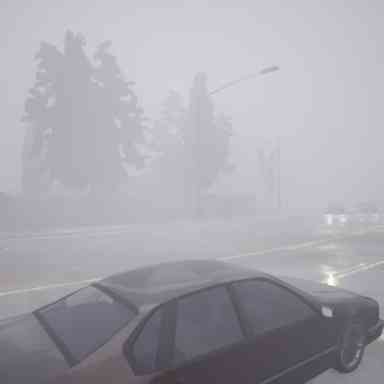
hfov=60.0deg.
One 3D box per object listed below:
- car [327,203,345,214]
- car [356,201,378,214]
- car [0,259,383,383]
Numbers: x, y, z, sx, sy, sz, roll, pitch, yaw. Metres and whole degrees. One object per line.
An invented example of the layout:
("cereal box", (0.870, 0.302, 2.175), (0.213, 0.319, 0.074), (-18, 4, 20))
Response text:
("car", (17.568, 1.978, 40.594), (1.895, 1.301, 4.718), (-1, -1, 21))
("car", (21.009, 1.855, 40.027), (1.837, 1.490, 4.892), (0, -1, 20))
("car", (0.152, 1.562, 3.892), (5.357, 1.411, 2.033), (0, 0, -36))
